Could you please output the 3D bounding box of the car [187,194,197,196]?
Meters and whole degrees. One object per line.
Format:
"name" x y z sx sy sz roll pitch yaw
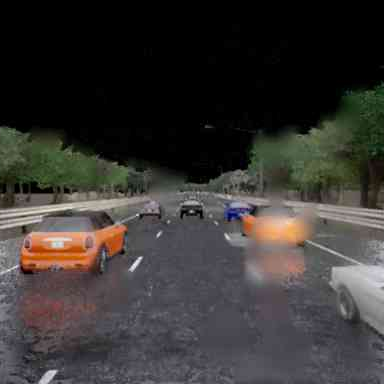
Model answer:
"car" 0.110 1.463 52.329 1.837 1.490 4.892 0 0 0

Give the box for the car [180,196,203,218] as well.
"car" -0.018 1.454 29.930 1.882 1.535 5.008 0 0 0

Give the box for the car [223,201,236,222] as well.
"car" 3.509 1.457 26.148 1.882 1.535 5.008 0 0 0

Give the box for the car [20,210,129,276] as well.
"car" -3.395 1.343 10.521 2.097 1.767 4.553 0 0 0

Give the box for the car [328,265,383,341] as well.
"car" 3.502 1.598 4.178 1.895 1.301 4.718 0 0 0

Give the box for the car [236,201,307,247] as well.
"car" 3.506 1.340 15.117 2.097 1.767 4.553 0 0 0

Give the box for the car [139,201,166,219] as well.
"car" -3.390 1.524 28.983 2.033 1.411 5.357 0 0 0
